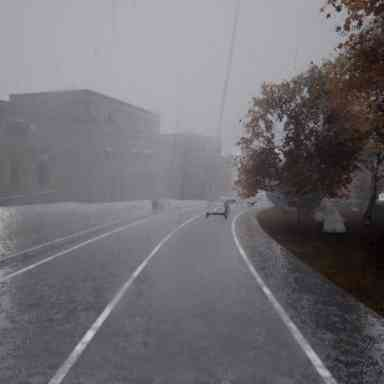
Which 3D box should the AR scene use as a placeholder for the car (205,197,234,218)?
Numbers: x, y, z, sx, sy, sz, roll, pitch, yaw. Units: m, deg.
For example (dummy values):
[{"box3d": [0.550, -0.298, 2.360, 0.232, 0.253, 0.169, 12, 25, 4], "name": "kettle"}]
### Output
[{"box3d": [2.336, 1.451, 28.880, 2.033, 1.411, 5.357, 1, 0, 11], "name": "car"}]
